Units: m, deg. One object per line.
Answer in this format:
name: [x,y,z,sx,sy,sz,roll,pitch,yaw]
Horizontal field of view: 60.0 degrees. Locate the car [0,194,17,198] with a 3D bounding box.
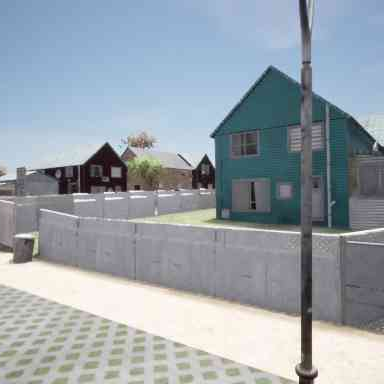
car: [-12.737,1.067,21.437,2.097,1.767,4.553,-1,1,37]

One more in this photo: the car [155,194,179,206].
car: [-2.148,0.575,36.313,2.097,1.767,4.553,-1,1,36]

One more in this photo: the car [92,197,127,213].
car: [-7.403,0.972,28.868,1.837,1.490,4.892,-1,1,35]
